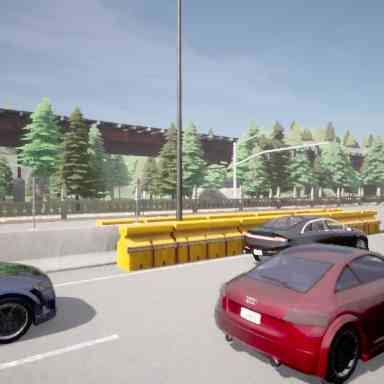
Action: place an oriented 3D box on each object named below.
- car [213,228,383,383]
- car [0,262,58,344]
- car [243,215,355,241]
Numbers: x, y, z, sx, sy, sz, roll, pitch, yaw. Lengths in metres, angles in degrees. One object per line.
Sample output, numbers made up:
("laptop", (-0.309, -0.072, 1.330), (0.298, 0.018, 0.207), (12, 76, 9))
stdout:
("car", (2.389, 1.564, 5.458), (4.181, 1.385, 1.994), (0, 0, -35))
("car", (-4.292, 1.564, 4.981), (4.181, 1.385, 1.994), (0, 0, -36))
("car", (3.829, 1.491, 10.786), (4.902, 1.511, 2.128), (0, 0, -36))
